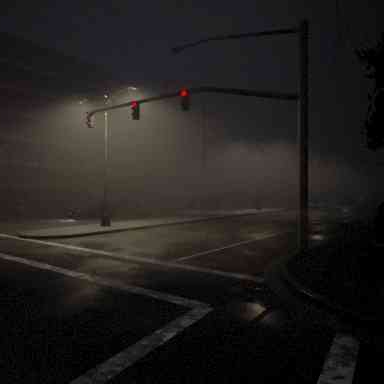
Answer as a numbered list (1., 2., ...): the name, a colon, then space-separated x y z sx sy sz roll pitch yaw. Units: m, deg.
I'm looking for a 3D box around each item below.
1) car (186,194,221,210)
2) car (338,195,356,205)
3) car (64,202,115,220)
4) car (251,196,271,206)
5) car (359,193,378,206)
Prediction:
1. car: 1.585 1.221 42.481 2.150 2.045 5.566 0 0 36
2. car: 26.656 1.352 57.155 2.097 1.767 4.553 0 0 36
3. car: -8.647 1.564 28.361 1.994 1.385 4.181 0 0 36
4. car: 11.764 1.396 56.370 1.882 1.535 5.008 0 0 36
5. car: 28.722 1.221 54.041 2.150 2.045 5.566 0 0 36
